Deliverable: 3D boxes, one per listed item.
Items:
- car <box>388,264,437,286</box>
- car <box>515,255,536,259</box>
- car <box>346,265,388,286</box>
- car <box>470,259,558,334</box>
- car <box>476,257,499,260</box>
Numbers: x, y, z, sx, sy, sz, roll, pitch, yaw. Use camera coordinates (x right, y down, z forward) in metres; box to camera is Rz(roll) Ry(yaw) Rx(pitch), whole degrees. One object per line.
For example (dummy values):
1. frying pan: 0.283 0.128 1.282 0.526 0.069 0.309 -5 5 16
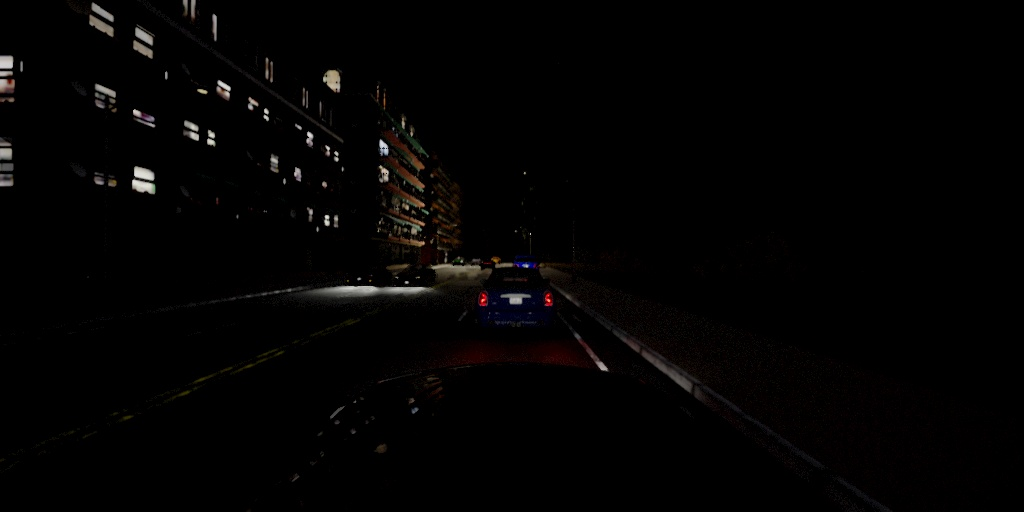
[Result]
1. car: -6.614 1.273 25.219 2.033 1.411 5.357 0 0 0
2. car: 1.121 0.944 30.675 2.150 2.045 5.566 0 0 0
3. car: -9.864 1.289 25.135 1.994 1.385 4.181 0 0 0
4. car: 0.095 1.093 10.721 2.097 1.767 4.553 0 0 0
5. car: -3.255 1.188 49.476 2.128 1.511 4.902 0 0 0
